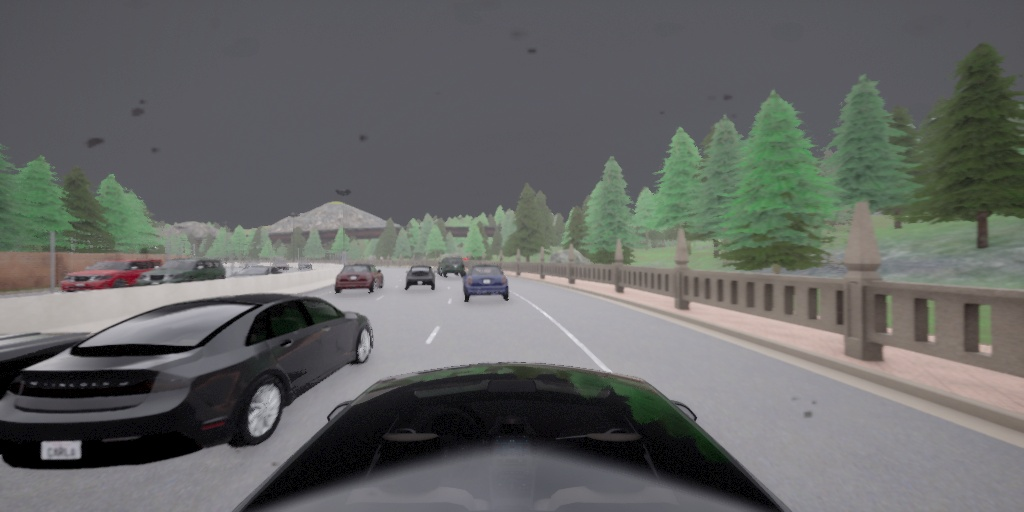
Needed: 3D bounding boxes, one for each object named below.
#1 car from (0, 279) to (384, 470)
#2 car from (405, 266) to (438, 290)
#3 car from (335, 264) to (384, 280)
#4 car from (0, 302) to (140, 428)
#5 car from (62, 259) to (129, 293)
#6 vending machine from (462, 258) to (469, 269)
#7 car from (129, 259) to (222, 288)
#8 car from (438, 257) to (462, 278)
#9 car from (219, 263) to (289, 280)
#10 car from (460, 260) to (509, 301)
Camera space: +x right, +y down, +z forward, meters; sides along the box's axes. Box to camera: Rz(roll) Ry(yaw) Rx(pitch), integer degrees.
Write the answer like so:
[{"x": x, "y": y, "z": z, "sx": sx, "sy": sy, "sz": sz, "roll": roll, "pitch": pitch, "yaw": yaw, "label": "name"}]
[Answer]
[{"x": -3.628, "y": 1.292, "z": 5.246, "sx": 1.837, "sy": 1.490, "sz": 4.892, "roll": 0, "pitch": 0, "yaw": -2, "label": "car"}, {"x": -6.156, "y": 1.392, "z": 24.305, "sx": 1.837, "sy": 1.490, "sz": 4.892, "roll": 0, "pitch": 0, "yaw": -13, "label": "car"}, {"x": -9.236, "y": 1.247, "z": 22.016, "sx": 2.097, "sy": 1.767, "sz": 4.553, "roll": 0, "pitch": 0, "yaw": -11, "label": "car"}, {"x": -7.029, "y": 1.400, "z": 3.535, "sx": 1.895, "sy": 1.301, "sz": 4.718, "roll": 0, "pitch": 0, "yaw": -1, "label": "car"}, {"x": -23.637, "y": 1.201, "z": 21.768, "sx": 2.150, "sy": 2.045, "sz": 5.566, "roll": 0, "pitch": 0, "yaw": -14, "label": "car"}, {"x": -7.736, "y": 1.250, "z": 59.569, "sx": 1.100, "sy": 2.100, "sz": 0.880, "roll": 0, "pitch": 0, "yaw": -30, "label": "vending machine"}, {"x": -20.210, "y": 1.186, "z": 22.360, "sx": 2.150, "sy": 2.045, "sz": 5.566, "roll": 0, "pitch": -1, "yaw": -14, "label": "car"}, {"x": -6.438, "y": 1.171, "z": 37.941, "sx": 2.150, "sy": 2.045, "sz": 5.566, "roll": 0, "pitch": 0, "yaw": -19, "label": "car"}, {"x": -17.026, "y": 1.428, "z": 24.006, "sx": 1.882, "sy": 1.535, "sz": 5.008, "roll": 0, "pitch": 0, "yaw": -15, "label": "car"}, {"x": -1.445, "y": 1.185, "z": 18.300, "sx": 2.097, "sy": 1.767, "sz": 4.553, "roll": 0, "pitch": 0, "yaw": -9, "label": "car"}]
